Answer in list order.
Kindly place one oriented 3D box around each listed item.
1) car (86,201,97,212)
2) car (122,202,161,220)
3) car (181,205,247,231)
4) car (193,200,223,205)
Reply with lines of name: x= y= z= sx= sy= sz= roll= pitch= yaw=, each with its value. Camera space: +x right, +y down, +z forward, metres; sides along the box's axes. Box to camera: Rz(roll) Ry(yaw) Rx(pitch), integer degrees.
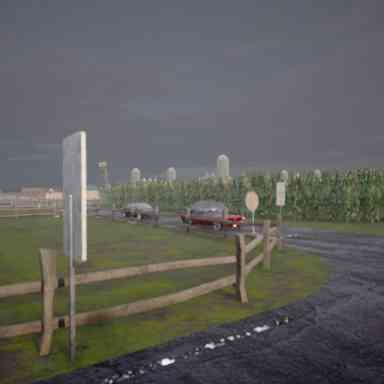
car: x=-13.735 y=1.890 z=42.838 sx=2.033 sy=1.411 sz=5.357 roll=0 pitch=0 yaw=-35
car: x=-4.664 y=1.687 z=30.078 sx=1.882 sy=1.535 sz=5.008 roll=0 pitch=0 yaw=-36
car: x=1.333 y=1.727 z=21.669 sx=1.895 sy=1.301 sz=4.718 roll=0 pitch=0 yaw=-36
car: x=0.953 y=1.495 z=27.245 sx=2.097 sy=1.767 sz=4.553 roll=0 pitch=0 yaw=-35
